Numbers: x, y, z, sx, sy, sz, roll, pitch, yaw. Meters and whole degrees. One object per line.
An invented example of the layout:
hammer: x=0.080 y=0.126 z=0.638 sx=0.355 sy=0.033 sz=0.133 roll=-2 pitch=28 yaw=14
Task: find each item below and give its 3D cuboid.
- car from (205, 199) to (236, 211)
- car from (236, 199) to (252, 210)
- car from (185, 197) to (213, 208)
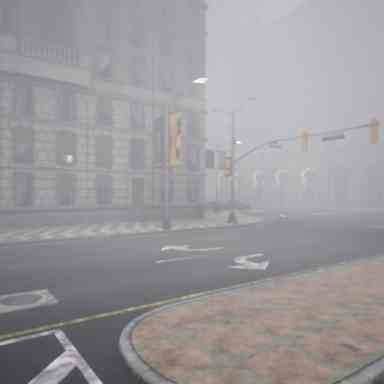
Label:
car: x=3.134 y=1.666 z=42.808 sx=1.994 sy=1.385 sz=4.181 roll=0 pitch=0 yaw=-36
car: x=6.075 y=1.680 z=44.714 sx=1.994 sy=1.385 sz=4.181 roll=0 pitch=0 yaw=-36
car: x=0.983 y=1.620 z=51.873 sx=1.837 sy=1.490 sz=4.892 roll=0 pitch=0 yaw=-35
